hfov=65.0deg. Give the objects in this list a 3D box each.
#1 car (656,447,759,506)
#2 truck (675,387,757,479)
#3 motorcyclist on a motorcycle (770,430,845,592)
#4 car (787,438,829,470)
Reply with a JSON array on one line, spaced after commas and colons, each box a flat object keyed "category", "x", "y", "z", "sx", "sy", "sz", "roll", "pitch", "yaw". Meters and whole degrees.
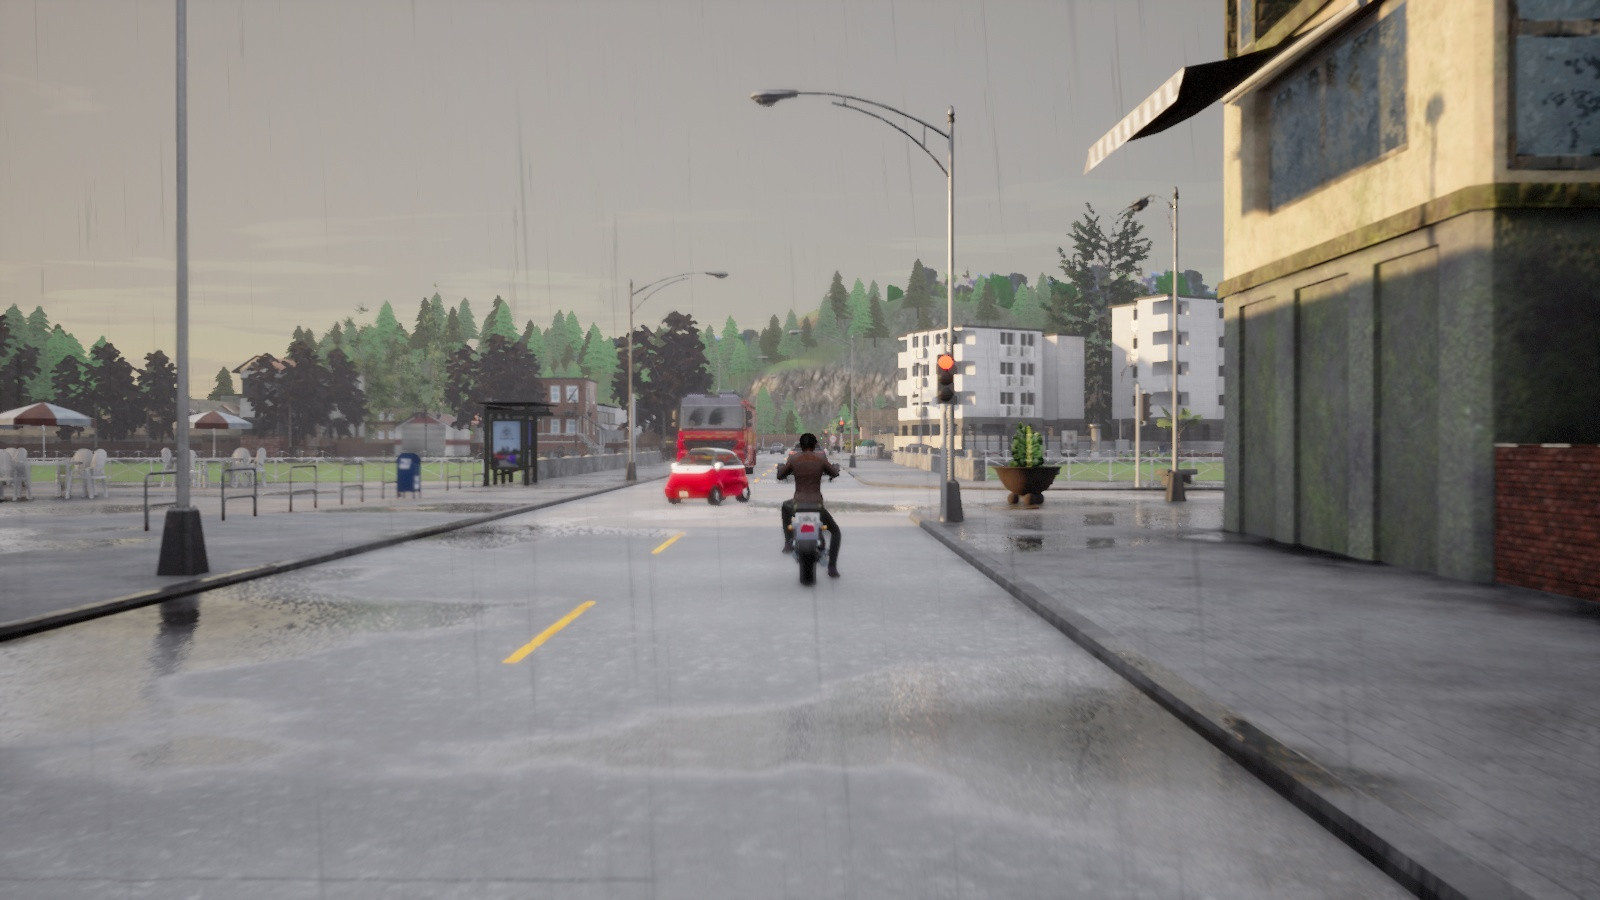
[{"category": "car", "x": -2.234, "y": 0.627, "z": 30.696, "sx": 1.481, "sy": 1.376, "sz": 2.207, "roll": 0, "pitch": 0, "yaw": 32}, {"category": "truck", "x": -3.626, "y": -0.739, "z": 56.398, "sx": 2.891, "sy": 3.827, "sz": 8.468, "roll": 0, "pitch": 0, "yaw": 2}, {"category": "motorcyclist on a motorcycle", "x": 0.090, "y": 0.618, "z": 13.934, "sx": 0.766, "sy": 1.649, "sz": 2.350, "roll": 0, "pitch": 0, "yaw": 1}, {"category": "car", "x": 0.409, "y": 0.201, "z": 69.198, "sx": 2.242, "sy": 1.667, "sz": 4.611, "roll": 0, "pitch": 0, "yaw": 0}]
